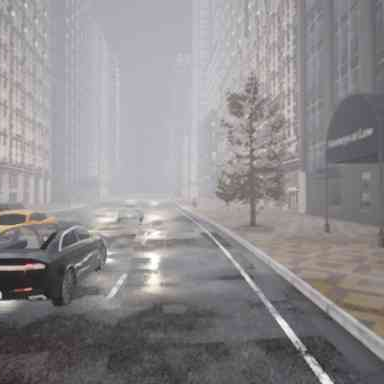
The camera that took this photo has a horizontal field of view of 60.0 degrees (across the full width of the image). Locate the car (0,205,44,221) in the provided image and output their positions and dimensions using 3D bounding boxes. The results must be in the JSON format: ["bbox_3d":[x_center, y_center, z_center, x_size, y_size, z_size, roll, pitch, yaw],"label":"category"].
[{"bbox_3d":[-7.013,1.475,13.305,1.882,1.535,5.008,0,0,-3],"label":"car"}]

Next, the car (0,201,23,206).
[{"bbox_3d":[-10.523,1.346,18.023,2.097,1.767,4.553,0,0,-5],"label":"car"}]

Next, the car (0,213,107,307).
[{"bbox_3d":[-3.375,1.490,7.923,2.128,1.511,4.902,0,0,-2],"label":"car"}]

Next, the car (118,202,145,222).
[{"bbox_3d":[-4.767,1.516,26.414,1.812,1.442,4.674,0,0,-6],"label":"car"}]
